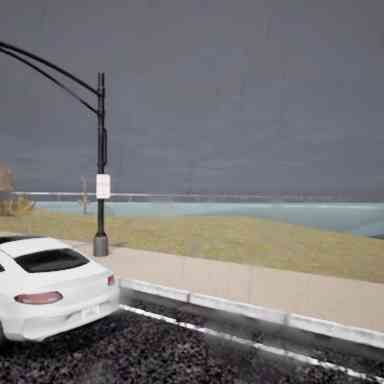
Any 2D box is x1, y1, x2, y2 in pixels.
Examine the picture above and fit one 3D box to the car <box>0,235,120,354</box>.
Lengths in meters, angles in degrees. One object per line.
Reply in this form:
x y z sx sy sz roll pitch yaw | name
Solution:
-3.307 1.525 6.022 4.674 1.442 1.812 0 0 35 | car
